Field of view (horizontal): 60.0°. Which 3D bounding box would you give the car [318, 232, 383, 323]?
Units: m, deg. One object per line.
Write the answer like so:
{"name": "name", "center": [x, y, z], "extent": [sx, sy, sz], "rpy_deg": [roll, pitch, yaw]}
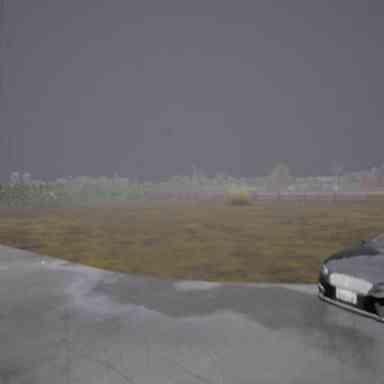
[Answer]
{"name": "car", "center": [4.519, 1.294, 6.092], "extent": [4.902, 1.511, 2.128], "rpy_deg": [0, 0, -26]}
